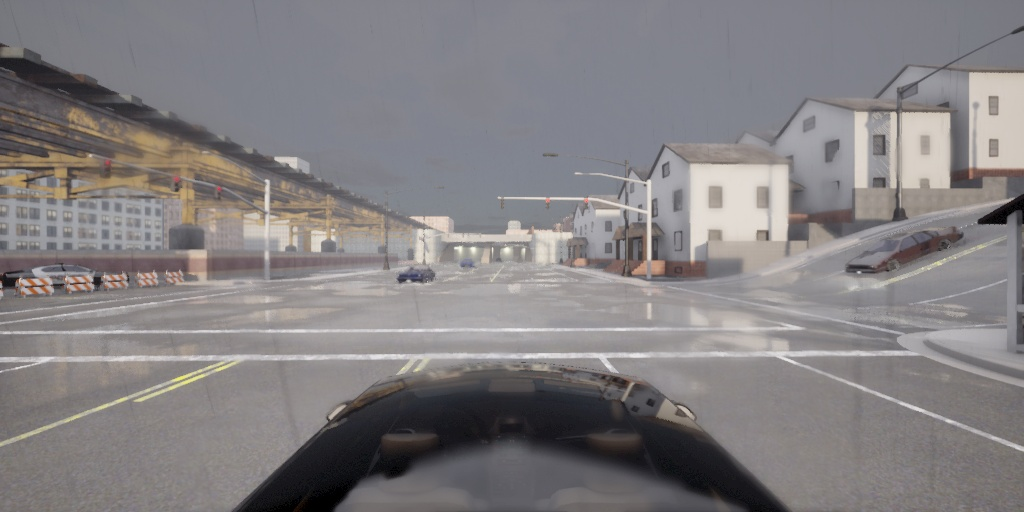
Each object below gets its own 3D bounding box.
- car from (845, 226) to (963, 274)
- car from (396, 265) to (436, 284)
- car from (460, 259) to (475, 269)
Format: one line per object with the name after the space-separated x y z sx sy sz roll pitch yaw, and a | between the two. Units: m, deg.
21.358 -0.436 19.693 5.357 1.411 2.033 -21 0 -1 | car
-6.992 1.370 26.502 1.895 1.301 4.718 0 0 0 | car
-6.983 1.195 56.548 1.882 1.535 5.008 0 1 0 | car
